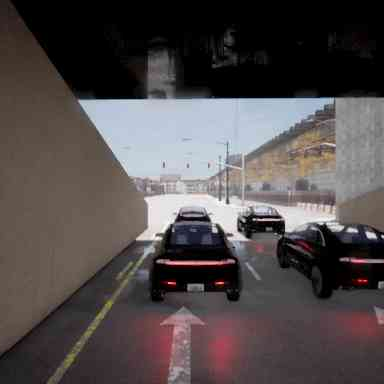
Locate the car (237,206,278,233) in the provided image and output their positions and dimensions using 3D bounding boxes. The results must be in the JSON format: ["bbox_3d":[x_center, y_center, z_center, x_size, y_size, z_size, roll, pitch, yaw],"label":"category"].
[{"bbox_3d":[3.538,1.486,17.650,2.128,1.511,4.902,0,0,0],"label":"car"}]

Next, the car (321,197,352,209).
[{"bbox_3d":[17.438,1.283,40.083,1.853,1.218,4.536,0,0,45],"label":"car"}]

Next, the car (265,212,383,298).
[{"bbox_3d":[3.559,1.489,8.517,2.128,1.511,4.902,0,0,0],"label":"car"}]

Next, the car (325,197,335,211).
[{"bbox_3d":[17.313,1.442,35.439,2.038,1.542,4.974,0,0,-35],"label":"car"}]

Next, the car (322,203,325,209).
[{"bbox_3d":[17.402,1.441,40.046,2.038,1.542,4.974,0,0,45],"label":"car"}]

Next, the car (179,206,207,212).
[{"bbox_3d":[0.040,1.500,17.475,1.837,1.490,4.892,0,0,0],"label":"car"}]

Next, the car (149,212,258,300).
[{"bbox_3d":[0.063,1.489,8.354,2.128,1.511,4.902,0,0,0],"label":"car"}]
